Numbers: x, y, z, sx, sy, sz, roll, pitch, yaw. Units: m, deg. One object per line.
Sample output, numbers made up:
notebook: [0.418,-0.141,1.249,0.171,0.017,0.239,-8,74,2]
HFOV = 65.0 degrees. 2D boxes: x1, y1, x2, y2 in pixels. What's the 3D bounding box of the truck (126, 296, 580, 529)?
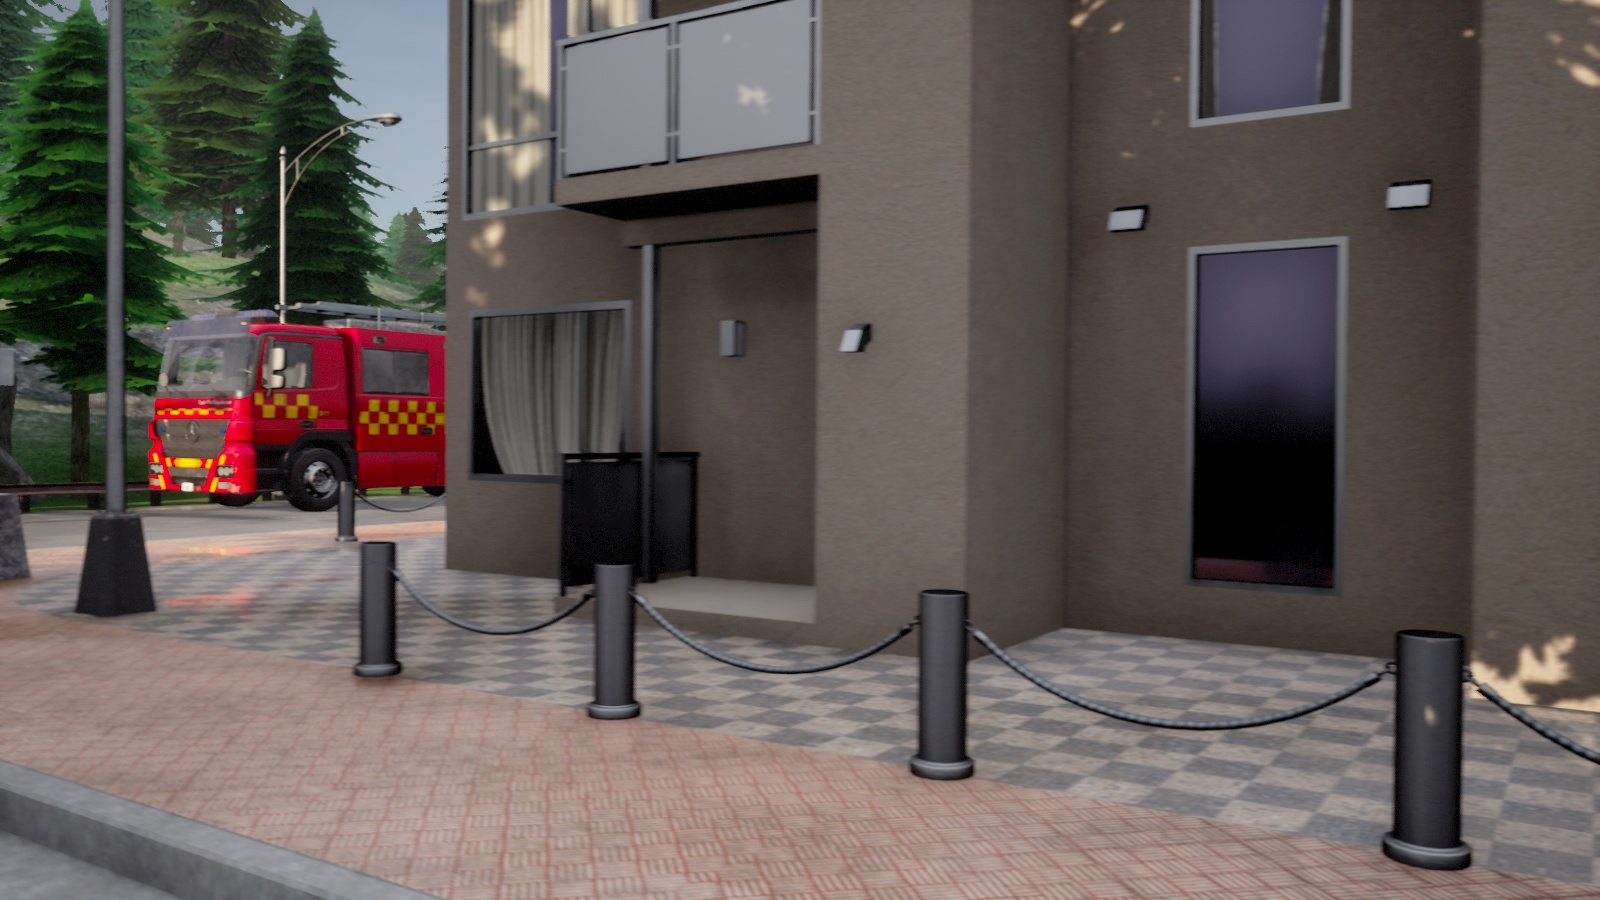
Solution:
truck: [-8.405,-0.684,25.036,2.891,3.827,8.468,0,1,33]
